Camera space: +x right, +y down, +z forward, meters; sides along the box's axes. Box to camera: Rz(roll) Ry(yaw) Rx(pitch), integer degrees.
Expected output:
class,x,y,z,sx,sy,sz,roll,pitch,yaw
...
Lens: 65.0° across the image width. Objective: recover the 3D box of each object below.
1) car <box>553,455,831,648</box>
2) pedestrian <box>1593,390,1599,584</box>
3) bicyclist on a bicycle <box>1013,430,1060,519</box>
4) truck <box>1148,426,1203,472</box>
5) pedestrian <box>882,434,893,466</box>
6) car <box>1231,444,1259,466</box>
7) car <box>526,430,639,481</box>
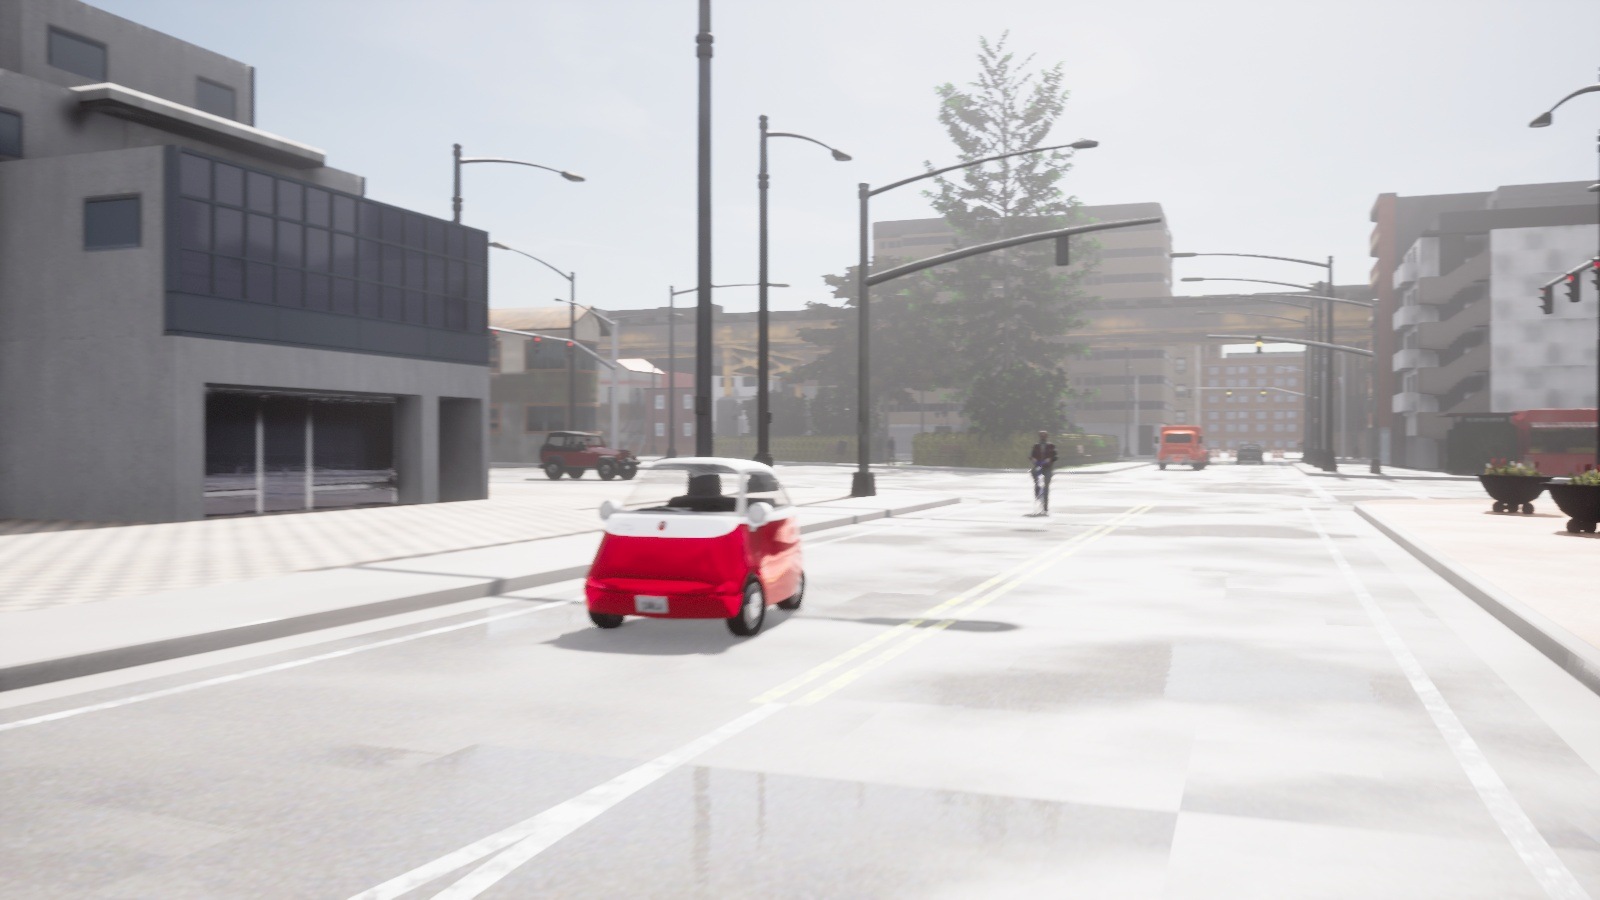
class,x,y,z,sx,sy,sz,roll,pitch,yaw
car,-0.807,0.740,10.393,1.481,1.376,2.207,0,0,20
pedestrian,7.978,0.365,11.886,0.563,1.883,0.849,0,0,15
bicyclist on a bicycle,4.914,0.481,26.069,0.659,1.776,1.843,0,0,20
truck,21.153,-0.087,70.639,2.627,2.467,5.204,0,0,20
pedestrian,5.085,-0.010,72.956,0.402,1.842,0.726,0,0,-22
car,31.356,0.329,88.425,1.837,1.490,4.892,0,0,20
car,-8.435,0.191,48.779,3.866,1.878,1.905,1,0,20
